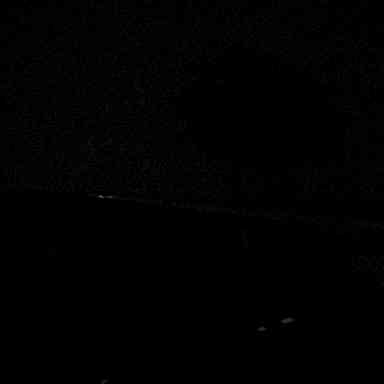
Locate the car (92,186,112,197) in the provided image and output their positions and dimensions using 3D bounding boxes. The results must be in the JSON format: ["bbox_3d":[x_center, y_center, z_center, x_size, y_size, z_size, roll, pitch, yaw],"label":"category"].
[{"bbox_3d":[-13.759,-0.182,50.981,1.882,1.535,5.008,4,0,-35],"label":"car"}]
